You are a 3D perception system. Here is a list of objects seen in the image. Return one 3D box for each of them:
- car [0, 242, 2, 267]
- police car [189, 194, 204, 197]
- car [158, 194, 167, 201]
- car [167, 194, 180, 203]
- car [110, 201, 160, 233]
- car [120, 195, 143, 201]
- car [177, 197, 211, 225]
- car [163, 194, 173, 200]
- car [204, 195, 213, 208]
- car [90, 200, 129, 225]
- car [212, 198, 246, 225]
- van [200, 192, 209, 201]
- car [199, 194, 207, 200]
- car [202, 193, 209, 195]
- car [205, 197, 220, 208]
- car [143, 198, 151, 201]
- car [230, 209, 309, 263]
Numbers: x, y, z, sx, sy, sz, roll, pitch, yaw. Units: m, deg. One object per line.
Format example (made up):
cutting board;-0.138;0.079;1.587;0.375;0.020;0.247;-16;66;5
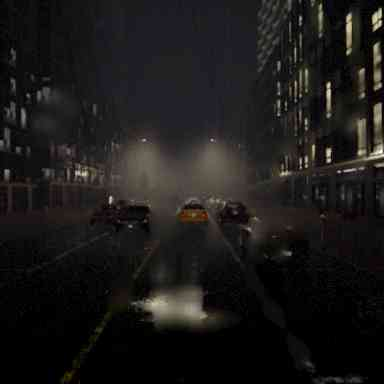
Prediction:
car;-5.682;1.521;6.619;1.887;1.381;4.507;1;0;0
police car;0.092;1.337;41.365;2.038;1.542;4.974;0;0;0
car;-5.691;1.146;67.393;1.967;1.590;4.097;1;0;0
car;-3.041;1.243;61.046;1.837;1.490;4.892;0;0;1
car;-3.104;1.455;19.082;1.812;1.442;4.674;0;0;0
car;-5.684;1.330;28.371;1.967;1.590;4.097;1;0;0
car;0.097;1.368;22.962;1.801;1.575;5.366;0;0;0
car;-5.694;1.212;78.542;1.947;1.339;4.313;1;0;0
car;2.692;1.392;39.499;2.008;1.369;4.403;1;0;0
car;-5.686;1.496;22.799;1.802;1.307;4.206;1;0;0
car;2.697;1.355;22.768;1.967;1.590;4.097;1;0;0
van;2.690;1.018;72.960;1.690;1.788;3.998;1;0;0
car;2.685;1.161;84.114;1.887;1.381;4.507;1;0;0
car;2.689;1.329;56.230;1.947;1.339;4.313;1;0;0
car;2.691;1.397;45.077;1.802;1.307;4.206;1;0;0
car;-5.688;1.406;39.521;1.947;1.339;4.313;1;0;0
car;2.697;1.510;11.614;2.008;1.369;4.403;1;0;0
